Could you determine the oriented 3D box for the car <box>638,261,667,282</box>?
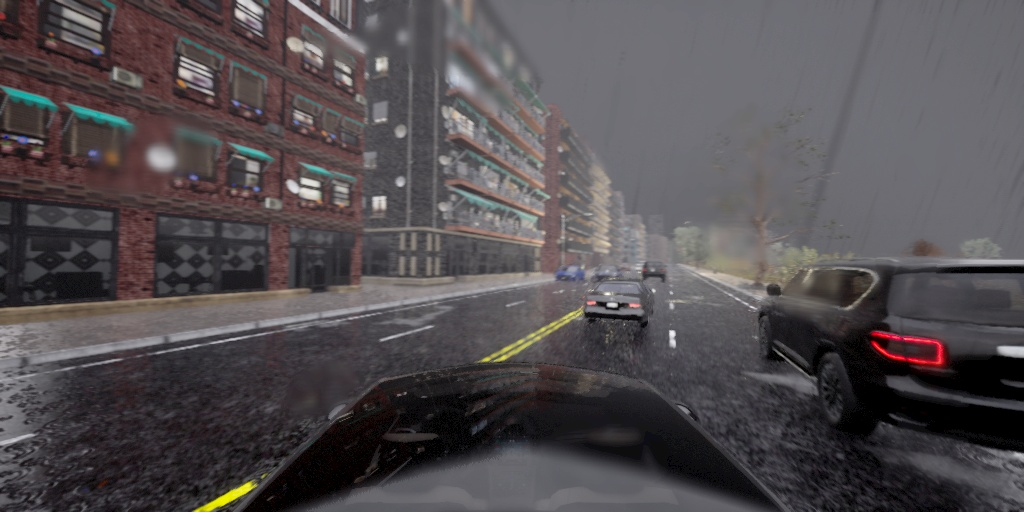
[{"bbox_3d":[14.545,1.496,36.733,2.150,2.045,5.566,0,-1,24],"label":"car"}]

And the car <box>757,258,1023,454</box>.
[{"bbox_3d":[5.391,1.060,5.275,2.150,2.045,5.566,0,-1,24],"label":"car"}]

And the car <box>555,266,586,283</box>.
[{"bbox_3d":[5.336,1.628,32.438,1.882,1.535,5.008,0,-1,24],"label":"car"}]

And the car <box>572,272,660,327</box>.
[{"bbox_3d":[3.819,1.453,12.349,2.033,1.411,5.357,0,-1,24],"label":"car"}]

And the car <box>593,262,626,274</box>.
[{"bbox_3d":[8.377,1.513,31.277,2.097,1.767,4.553,0,-1,24],"label":"car"}]
